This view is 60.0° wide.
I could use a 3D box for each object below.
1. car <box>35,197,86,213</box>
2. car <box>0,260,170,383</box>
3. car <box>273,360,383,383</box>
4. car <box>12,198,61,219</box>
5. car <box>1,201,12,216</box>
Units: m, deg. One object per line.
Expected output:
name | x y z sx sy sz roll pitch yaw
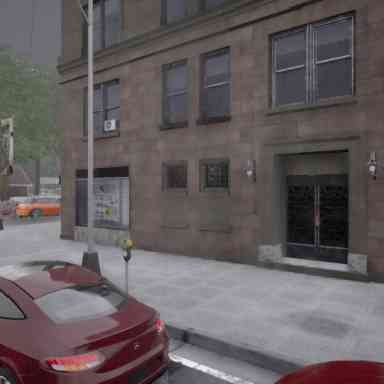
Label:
car | -14.306 1.340 36.494 1.882 1.535 5.008 0 0 35
car | -2.187 1.582 4.366 4.206 1.307 1.802 0 0 35
car | 2.311 1.545 1.170 4.507 1.381 1.887 0 0 35
car | -12.108 1.248 28.024 2.097 1.767 4.553 0 0 36
car | -15.962 1.469 28.555 1.994 1.385 4.181 0 0 36
